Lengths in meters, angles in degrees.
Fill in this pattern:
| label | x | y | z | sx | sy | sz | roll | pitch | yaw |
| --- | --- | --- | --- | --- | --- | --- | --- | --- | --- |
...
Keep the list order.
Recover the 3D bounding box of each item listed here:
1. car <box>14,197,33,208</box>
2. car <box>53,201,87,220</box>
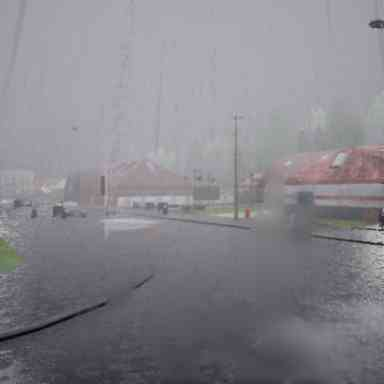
| label | x | y | z | sx | sy | sz | roll | pitch | yaw |
| --- | --- | --- | --- | --- | --- | --- | --- | --- | --- |
| car | -23.602 | 1.439 | 46.582 | 2.128 | 1.511 | 4.902 | -1 | 0 | -35 |
| car | -10.305 | 1.471 | 27.826 | 1.812 | 1.442 | 4.674 | -1 | 0 | -36 |
